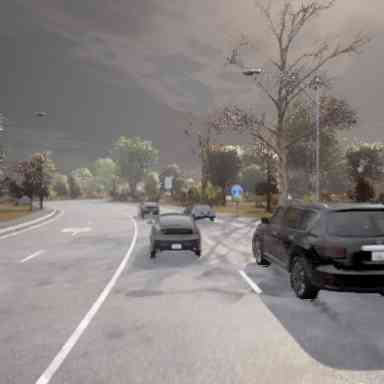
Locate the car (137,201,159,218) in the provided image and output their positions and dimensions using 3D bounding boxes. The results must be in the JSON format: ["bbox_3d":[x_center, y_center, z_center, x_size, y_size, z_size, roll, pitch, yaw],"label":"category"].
[{"bbox_3d":[-4.362,1.704,33.263,1.837,1.490,4.892,0,0,-14],"label":"car"}]

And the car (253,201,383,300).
[{"bbox_3d":[3.195,1.243,8.629,2.150,2.045,5.566,0,0,-4],"label":"car"}]

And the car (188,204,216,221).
[{"bbox_3d":[0.532,1.673,27.943,2.033,1.411,5.357,-1,0,-12],"label":"car"}]

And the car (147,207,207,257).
[{"bbox_3d":[-0.737,1.577,13.424,1.837,1.490,4.892,0,0,-6],"label":"car"}]
